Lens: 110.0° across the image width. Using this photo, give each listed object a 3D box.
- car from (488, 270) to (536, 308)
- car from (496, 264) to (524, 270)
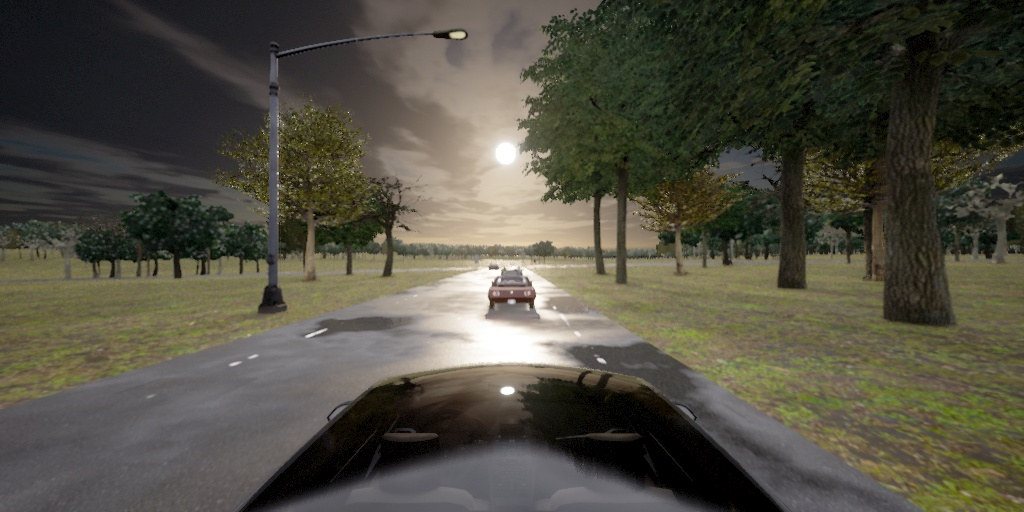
[{"bbox_3d":[-0.004,1.484,15.947,1.895,1.301,4.718,0,-1,0],"label":"car"},{"bbox_3d":[-0.007,1.528,31.158,2.128,1.511,4.902,0,-1,0],"label":"car"}]
